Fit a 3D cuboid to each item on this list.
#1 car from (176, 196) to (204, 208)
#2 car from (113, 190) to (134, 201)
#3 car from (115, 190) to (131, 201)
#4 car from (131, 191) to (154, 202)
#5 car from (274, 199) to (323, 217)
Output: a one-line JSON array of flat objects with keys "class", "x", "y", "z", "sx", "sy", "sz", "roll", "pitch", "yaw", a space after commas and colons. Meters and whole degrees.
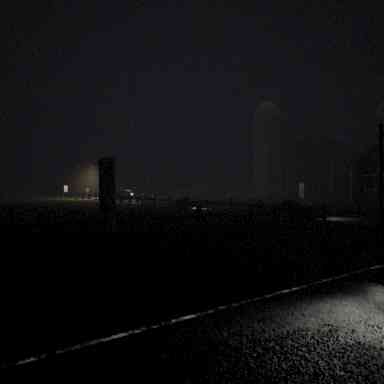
[{"class": "car", "x": -0.314, "y": 1.247, "z": 42.744, "sx": 1.994, "sy": 1.385, "sz": 4.181, "roll": -1, "pitch": 1, "yaw": -35}, {"class": "car", "x": -13.645, "y": 0.622, "z": 66.063, "sx": 2.150, "sy": 2.045, "sz": 5.566, "roll": -1, "pitch": 1, "yaw": -36}, {"class": "car", "x": -12.610, "y": 0.698, "z": 59.922, "sx": 2.150, "sy": 2.045, "sz": 5.566, "roll": -1, "pitch": 1, "yaw": -36}, {"class": "car", "x": -8.308, "y": 0.982, "z": 58.711, "sx": 2.128, "sy": 1.511, "sz": 4.902, "roll": -1, "pitch": 1, "yaw": -36}, {"class": "car", "x": 9.367, "y": 1.366, "z": 29.234, "sx": 1.812, "sy": 1.442, "sz": 4.674, "roll": 0, "pitch": 1, "yaw": -34}]
